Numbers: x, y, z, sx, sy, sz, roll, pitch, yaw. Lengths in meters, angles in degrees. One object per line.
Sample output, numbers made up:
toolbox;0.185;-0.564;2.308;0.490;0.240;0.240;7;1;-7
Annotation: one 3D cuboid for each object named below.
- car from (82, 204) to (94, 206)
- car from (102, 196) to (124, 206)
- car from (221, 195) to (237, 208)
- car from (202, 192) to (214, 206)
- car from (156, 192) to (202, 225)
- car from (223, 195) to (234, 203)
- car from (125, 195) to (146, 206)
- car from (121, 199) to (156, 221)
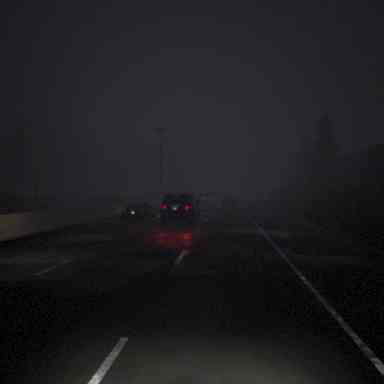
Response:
car;-15.532;1.447;51.528;1.895;1.301;4.718;0;0;6
car;-12.048;1.416;51.195;1.994;1.385;4.181;0;0;6
car;5.128;1.343;46.212;1.837;1.490;4.892;0;0;6
car;1.996;1.043;49.905;2.150;2.045;5.566;0;0;6
car;-0.764;1.135;23.444;2.150;2.045;5.566;0;0;6
car;6.993;1.259;63.282;1.882;1.535;5.008;0;0;8
car;-8.567;1.325;50.832;1.882;1.535;5.008;0;0;6
car;-4.027;1.468;25.891;1.994;1.385;4.181;0;0;6
